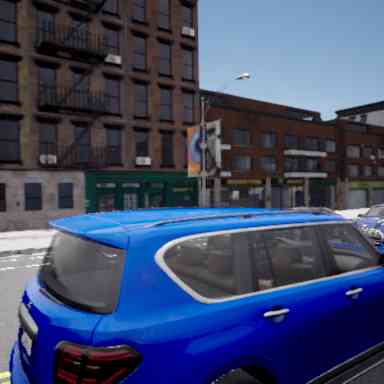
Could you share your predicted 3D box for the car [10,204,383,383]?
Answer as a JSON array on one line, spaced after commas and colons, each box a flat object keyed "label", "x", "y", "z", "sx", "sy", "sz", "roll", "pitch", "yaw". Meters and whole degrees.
[{"label": "car", "x": 0.922, "y": 1.200, "z": 4.097, "sx": 5.566, "sy": 2.045, "sz": 2.150, "roll": 0, "pitch": 0, "yaw": -36}]

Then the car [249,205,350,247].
[{"label": "car", "x": 5.051, "y": 1.426, "z": 15.271, "sx": 4.892, "sy": 1.490, "sz": 1.837, "roll": 0, "pitch": 0, "yaw": -35}]
